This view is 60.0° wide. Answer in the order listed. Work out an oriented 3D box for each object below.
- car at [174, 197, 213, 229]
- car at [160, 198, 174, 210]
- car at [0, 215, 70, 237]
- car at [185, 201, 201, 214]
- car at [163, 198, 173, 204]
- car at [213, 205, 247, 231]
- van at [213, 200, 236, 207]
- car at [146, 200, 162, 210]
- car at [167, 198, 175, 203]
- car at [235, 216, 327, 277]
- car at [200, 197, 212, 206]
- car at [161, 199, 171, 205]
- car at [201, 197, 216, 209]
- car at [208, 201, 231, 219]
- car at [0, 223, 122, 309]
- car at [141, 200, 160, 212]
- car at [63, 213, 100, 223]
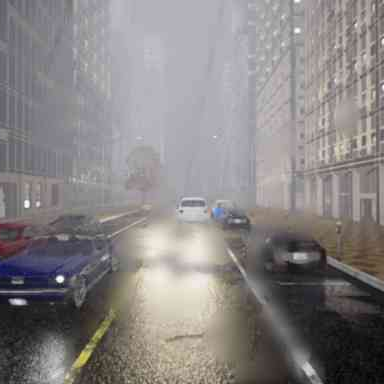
[{"bbox_3d":[0.102,1.430,23.799,2.150,2.045,5.566,0,0,0],"label":"car"},{"bbox_3d":[-3.070,1.769,49.415,2.097,1.767,4.553,0,0,0],"label":"car"},{"bbox_3d":[-5.687,1.637,10.371,1.887,1.381,4.507,0,-1,0],"label":"car"},{"bbox_3d":[0.109,1.879,41.415,1.812,1.442,4.674,0,-1,0],"label":"car"},{"bbox_3d":[-5.674,2.205,78.680,1.947,1.339,4.313,0,0,0],"label":"car"},{"bbox_3d":[2.696,1.758,21.745,1.947,1.339,4.313,0,0,0],"label":"car"},{"bbox_3d":[2.697,1.581,27.441,1.690,1.788,3.998,0,0,0],"label":"van"},{"bbox_3d":[-5.680,1.973,50.219,2.008,1.369,4.403,0,0,0],"label":"car"},{"bbox_3d":[-5.672,2.303,90.062,1.802,1.307,4.206,0,0,0],"label":"car"},{"bbox_3d":[2.694,1.659,10.361,1.947,1.339,4.313,0,0,0],"label":"car"},{"bbox_3d":[2.706,1.870,67.284,2.192,1.841,5.009,0,0,0],"label":"car"},{"bbox_3d":[-5.675,2.148,72.987,2.008,1.369,4.403,0,0,0],"label":"car"},{"bbox_3d":[2.704,1.782,55.899,2.192,1.841,5.009,0,0,0],"label":"car"},{"bbox_3d":[2.698,1.727,33.131,1.967,1.590,4.097,0,0,0],"label":"car"},{"bbox_3d":[-3.100,1.674,8.136,1.895,1.301,4.718,0,-1,0],"label":"car"},{"bbox_3d":[-5.681,1.902,44.356,1.752,1.417,4.829,0,0,0],"label":"car"},{"bbox_3d":[-5.686,1.708,16.063,1.947,1.339,4.313,0,0,0],"label":"car"}]
